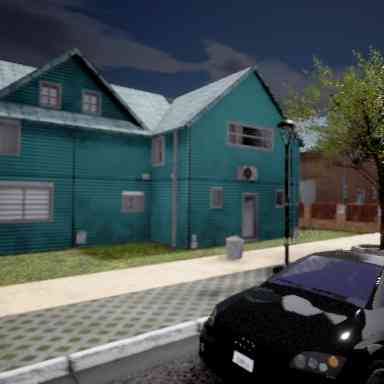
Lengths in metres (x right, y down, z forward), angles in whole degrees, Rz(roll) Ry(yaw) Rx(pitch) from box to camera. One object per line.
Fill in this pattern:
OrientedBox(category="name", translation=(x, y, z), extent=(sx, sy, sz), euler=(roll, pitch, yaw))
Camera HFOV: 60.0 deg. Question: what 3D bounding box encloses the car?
OrientedBox(category="car", translation=(2.150, 1.568, 4.602), extent=(4.181, 1.385, 1.994), euler=(0, 0, -35))
